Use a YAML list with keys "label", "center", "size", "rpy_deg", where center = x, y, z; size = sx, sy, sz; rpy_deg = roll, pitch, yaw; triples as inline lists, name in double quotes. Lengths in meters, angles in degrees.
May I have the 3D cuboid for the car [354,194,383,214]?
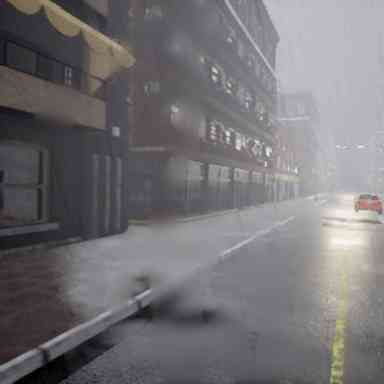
- label: "car"
  center: [15.910, 0.933, 30.094]
  size: [2.097, 1.767, 4.553]
  rpy_deg: [2, 2, 26]
